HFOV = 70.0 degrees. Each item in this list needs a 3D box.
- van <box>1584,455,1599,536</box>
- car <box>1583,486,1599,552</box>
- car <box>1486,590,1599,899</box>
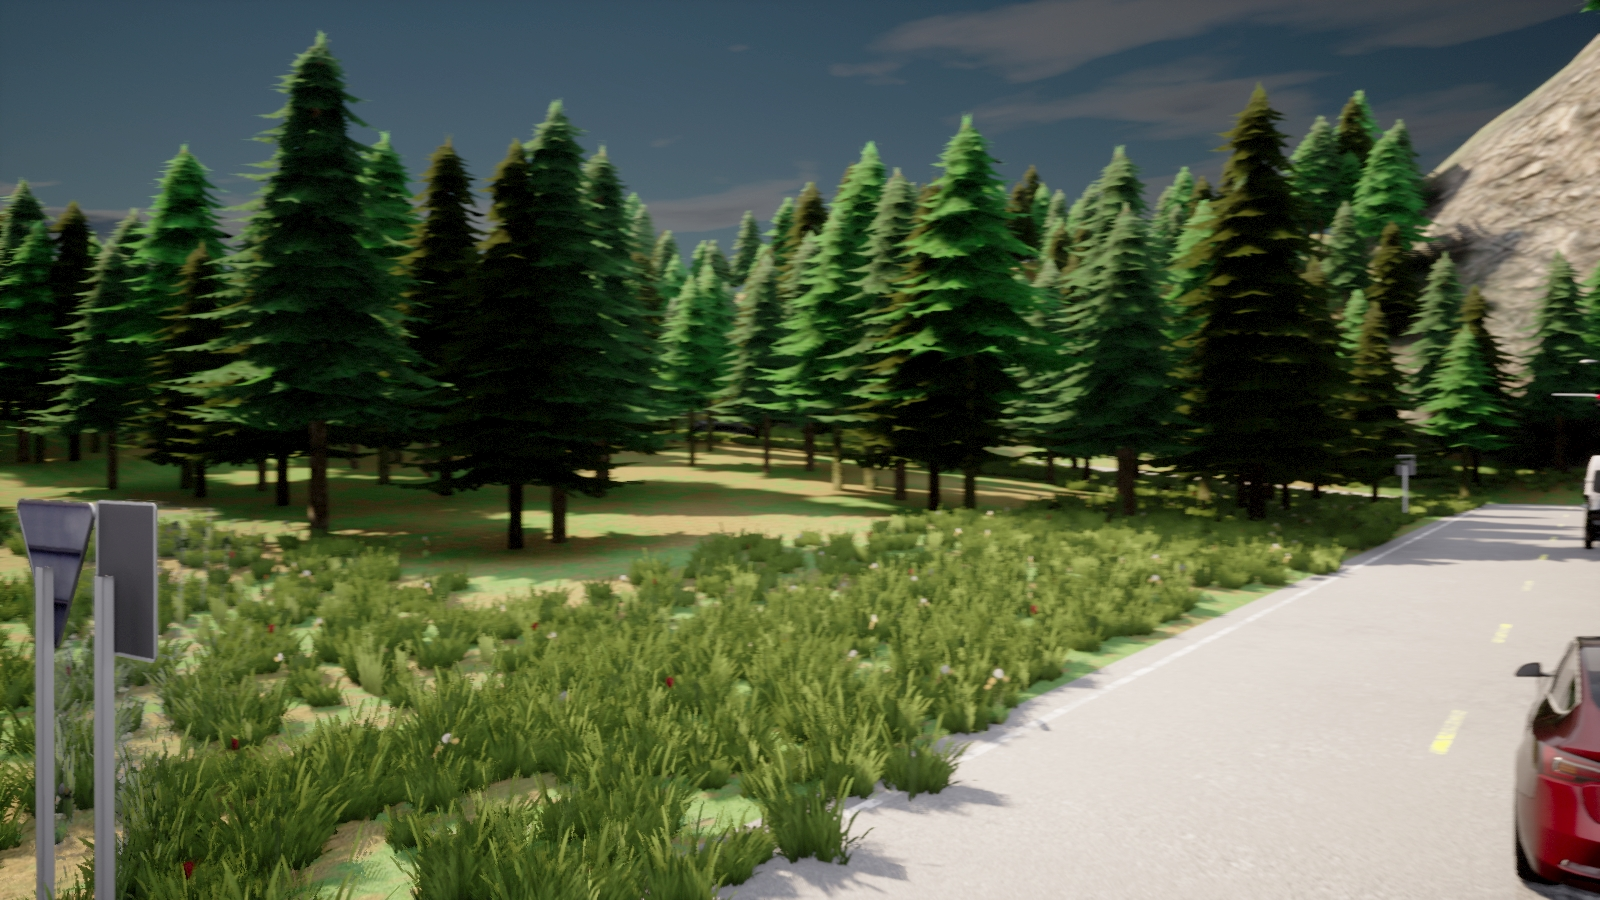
[{"bbox_3d":[27.650,1.453,38.493,1.988,2.561,5.915,0,0,35],"label":"van"},{"bbox_3d":[23.483,1.913,32.355,2.097,1.638,5.238,0,0,35],"label":"car"},{"bbox_3d":[6.291,2.043,8.035,2.163,1.488,4.792,0,0,35],"label":"car"}]
